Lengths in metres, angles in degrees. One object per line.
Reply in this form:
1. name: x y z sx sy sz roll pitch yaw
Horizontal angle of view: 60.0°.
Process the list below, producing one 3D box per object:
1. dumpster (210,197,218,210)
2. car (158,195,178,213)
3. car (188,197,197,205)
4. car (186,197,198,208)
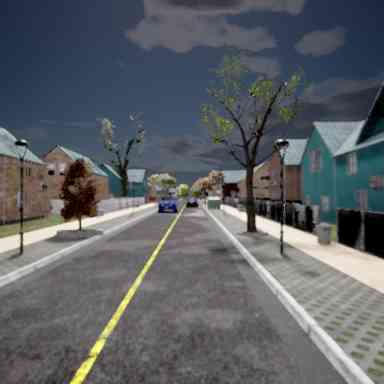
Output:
1. dumpster: 3.011 1.625 46.193 1.020 1.700 1.940 -1 -2 0
2. car: -2.827 1.411 39.975 2.150 2.045 5.566 0 0 0
3. car: 0.027 1.846 69.928 1.837 1.490 4.892 0 0 0
4. car: 0.020 1.856 55.389 1.994 1.385 4.181 0 0 1
